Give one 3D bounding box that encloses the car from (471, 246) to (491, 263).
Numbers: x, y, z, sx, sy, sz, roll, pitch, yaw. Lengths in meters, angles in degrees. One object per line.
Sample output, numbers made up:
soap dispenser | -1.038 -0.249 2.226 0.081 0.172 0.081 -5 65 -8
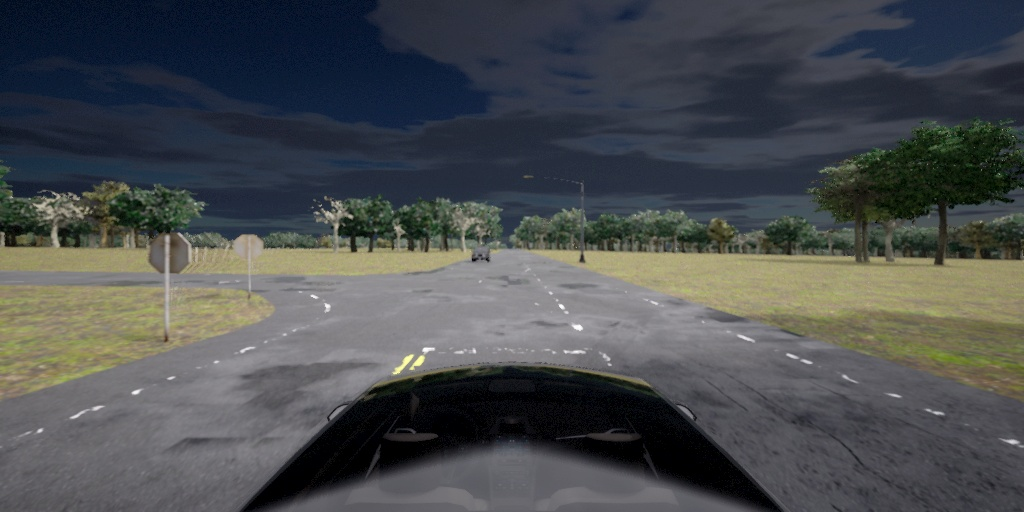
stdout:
car | -3.808 -0.205 45.024 2.150 2.045 5.566 0 2 -1
